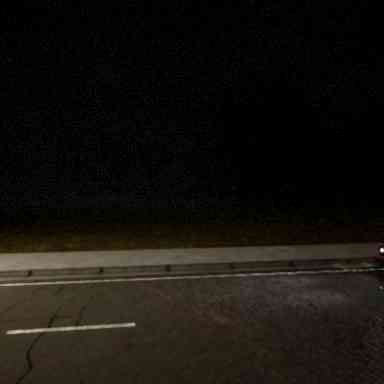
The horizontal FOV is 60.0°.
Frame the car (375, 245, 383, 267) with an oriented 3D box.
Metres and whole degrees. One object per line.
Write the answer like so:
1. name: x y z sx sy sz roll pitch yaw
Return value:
1. car: 7.552 1.691 8.924 4.718 1.301 1.895 0 -1 -9
